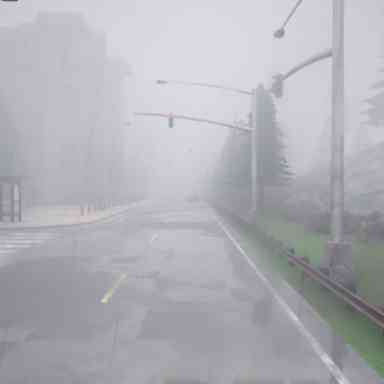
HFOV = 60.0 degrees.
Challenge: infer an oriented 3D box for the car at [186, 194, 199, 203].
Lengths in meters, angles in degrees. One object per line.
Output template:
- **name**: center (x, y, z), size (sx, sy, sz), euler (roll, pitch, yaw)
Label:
- **car**: center (0.087, 0.916, 51.670), size (1.994, 1.385, 4.181), euler (0, 1, 0)
